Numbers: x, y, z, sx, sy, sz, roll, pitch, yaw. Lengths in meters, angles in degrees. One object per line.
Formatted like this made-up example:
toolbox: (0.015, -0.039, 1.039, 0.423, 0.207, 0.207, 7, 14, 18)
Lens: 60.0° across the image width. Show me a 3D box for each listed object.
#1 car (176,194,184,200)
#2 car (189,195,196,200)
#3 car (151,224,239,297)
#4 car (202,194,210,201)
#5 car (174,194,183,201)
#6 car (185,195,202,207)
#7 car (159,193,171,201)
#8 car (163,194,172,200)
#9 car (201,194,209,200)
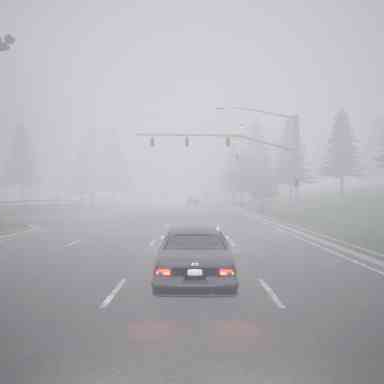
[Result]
car: (-3.402, 1.358, 93.832, 2.128, 1.511, 4.902, 0, 0, 0)
car: (0.098, 1.540, 94.242, 2.033, 1.411, 5.357, 0, 0, 0)
car: (0.075, 1.547, 8.726, 2.033, 1.411, 5.357, 0, 0, 0)
car: (3.587, 1.492, 83.405, 1.837, 1.490, 4.892, 0, 0, 0)
car: (-3.413, 1.517, 83.829, 1.812, 1.442, 4.674, 0, 0, 0)
car: (0.053, 1.352, 52.765, 2.097, 1.767, 4.553, 0, 0, 0)
car: (-6.913, 1.217, 83.446, 2.150, 2.045, 5.566, 0, 0, 0)
car: (-6.902, 1.385, 93.836, 1.994, 1.385, 4.181, 0, 0, 0)
car: (3.598, 1.310, 93.825, 1.882, 1.535, 5.008, 0, 0, 0)
